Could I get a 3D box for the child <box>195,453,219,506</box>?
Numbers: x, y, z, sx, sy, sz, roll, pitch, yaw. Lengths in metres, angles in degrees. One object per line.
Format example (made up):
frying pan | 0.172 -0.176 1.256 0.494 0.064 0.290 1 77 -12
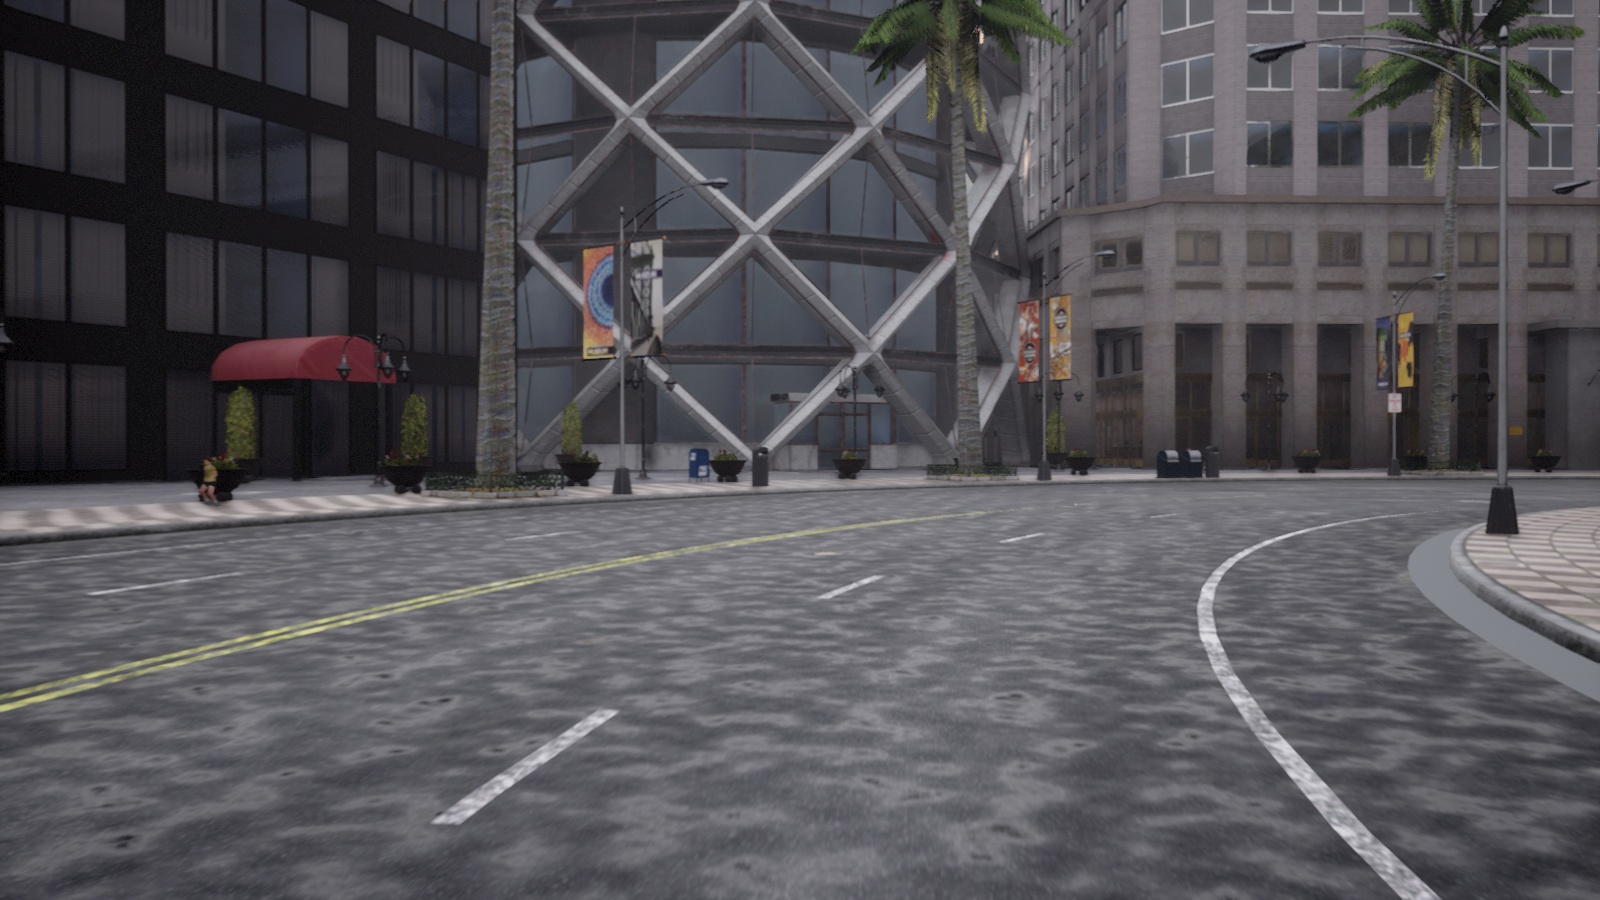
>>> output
child | -12.527 0.612 26.529 0.255 1.110 0.394 0 0 23
